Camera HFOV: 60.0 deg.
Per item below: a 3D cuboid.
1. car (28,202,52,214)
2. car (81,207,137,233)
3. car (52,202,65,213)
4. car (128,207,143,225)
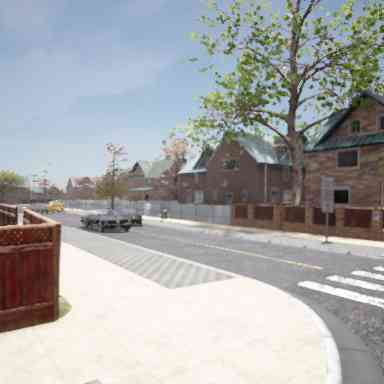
[{"bbox_3d":[-19.270,2.075,41.585,1.994,1.385,4.181,1,-2,-34],"label":"car"},{"bbox_3d":[-5.573,1.809,21.413,1.895,1.301,4.718,1,-2,-34],"label":"car"},{"bbox_3d":[-19.363,2.108,46.786,1.882,1.535,5.008,1,-2,-34],"label":"car"},{"bbox_3d":[-5.599,1.886,26.674,1.994,1.385,4.181,2,-2,-34],"label":"car"}]
